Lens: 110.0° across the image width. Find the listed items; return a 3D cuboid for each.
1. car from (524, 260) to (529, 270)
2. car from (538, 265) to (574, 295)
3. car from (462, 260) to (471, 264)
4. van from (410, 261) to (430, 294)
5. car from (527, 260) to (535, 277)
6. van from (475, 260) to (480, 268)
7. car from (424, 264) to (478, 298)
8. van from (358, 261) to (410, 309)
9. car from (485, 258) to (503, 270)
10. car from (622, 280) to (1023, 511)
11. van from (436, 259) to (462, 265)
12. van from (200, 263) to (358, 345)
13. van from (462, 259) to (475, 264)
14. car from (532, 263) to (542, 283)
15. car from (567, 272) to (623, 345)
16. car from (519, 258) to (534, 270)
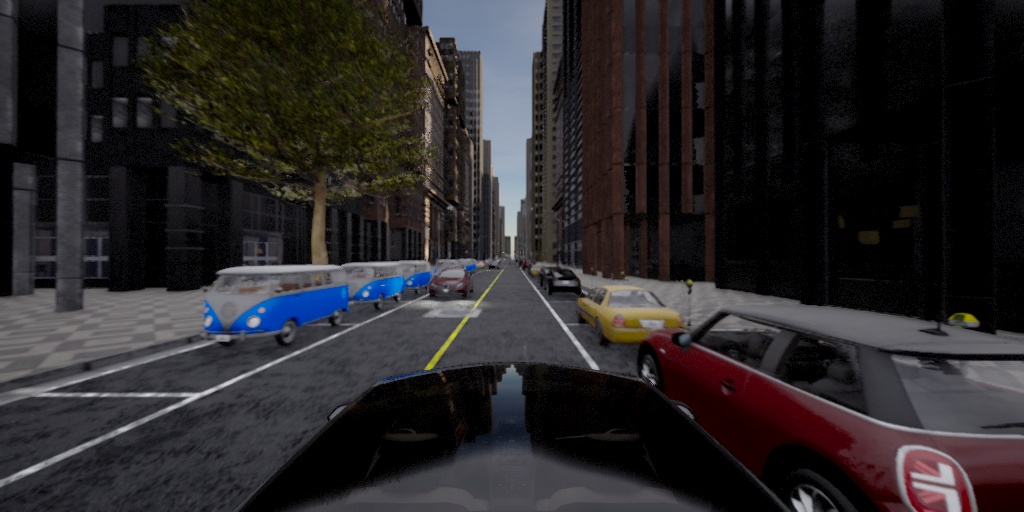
[{"bbox_3d":[2.786,1.511,42.952,1.948,1.339,4.313,0,0,0],"label":"car"},{"bbox_3d":[2.773,1.402,20.477,1.948,1.339,4.313,0,0,0],"label":"car"},{"bbox_3d":[-5.743,1.463,37.330,1.888,1.381,4.507,0,0,0],"label":"car"},{"bbox_3d":[-5.752,1.177,20.475,1.690,1.789,3.998,0,0,0],"label":"van"},{"bbox_3d":[2.783,1.443,37.503,1.751,1.417,4.829,0,0,0],"label":"car"},{"bbox_3d":[-5.736,1.314,48.567,1.690,1.789,3.998,0,0,0],"label":"van"},{"bbox_3d":[-3.090,1.356,19.083,1.812,1.442,4.674,0,0,0],"label":"car"},{"bbox_3d":[-5.755,1.151,14.857,1.690,1.789,3.998,0,0,0],"label":"van"},{"bbox_3d":[-3.010,1.538,60.166,1.837,1.490,4.892,0,0,1],"label":"car"},{"bbox_3d":[2.764,1.198,3.621,1.967,1.591,4.097,0,0,0],"label":"car"},{"bbox_3d":[-5.746,1.231,31.711,1.690,1.789,3.998,0,0,0],"label":"van"},{"bbox_3d":[-5.758,1.125,9.238,1.690,1.789,3.998,0,0,0],"label":"van"},{"bbox_3d":[-5.739,1.286,42.948,1.690,1.789,3.998,0,0,0],"label":"van"},{"bbox_3d":[2.776,1.429,26.096,1.948,1.339,4.313,0,0,0],"label":"car"},{"bbox_3d":[2.767,1.309,9.410,1.751,1.417,4.829,0,0,0],"label":"car"},{"bbox_3d":[2.795,1.345,59.808,2.192,1.841,5.009,0,0,0],"label":"car"}]
